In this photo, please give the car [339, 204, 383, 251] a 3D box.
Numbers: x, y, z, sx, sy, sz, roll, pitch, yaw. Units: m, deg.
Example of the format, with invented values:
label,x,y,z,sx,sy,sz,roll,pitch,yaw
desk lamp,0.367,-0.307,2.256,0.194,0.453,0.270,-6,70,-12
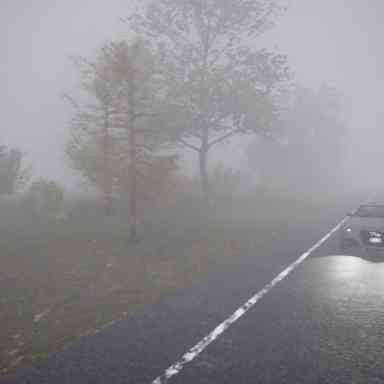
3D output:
label,x,y,z,sx,sy,sz,roll,pitch,yaw
car,6.179,1.100,11.025,1.994,1.385,4.181,1,3,31
